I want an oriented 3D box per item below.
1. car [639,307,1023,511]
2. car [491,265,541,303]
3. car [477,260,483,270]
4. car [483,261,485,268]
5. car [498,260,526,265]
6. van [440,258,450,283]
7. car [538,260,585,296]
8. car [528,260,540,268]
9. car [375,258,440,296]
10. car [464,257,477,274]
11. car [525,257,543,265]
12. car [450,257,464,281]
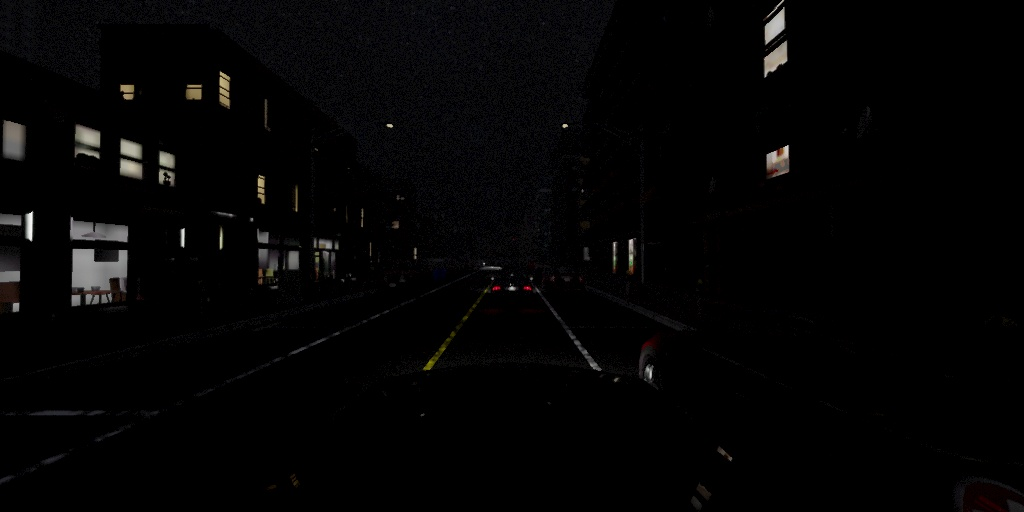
[{"bbox_3d":[2.692,1.188,3.340,1.967,1.591,4.097,0,0,0],"label":"car"},{"bbox_3d":[0.000,1.317,16.502,2.033,1.411,5.357,0,0,0],"label":"car"},{"bbox_3d":[-5.689,1.200,52.012,1.967,1.591,4.097,0,0,0],"label":"car"},{"bbox_3d":[-5.690,1.313,62.826,2.007,1.370,4.403,0,0,0],"label":"car"},{"bbox_3d":[0.000,1.274,31.505,1.837,1.490,4.892,0,0,0],"label":"car"},{"bbox_3d":[-5.689,1.096,24.976,1.690,1.789,3.998,0,0,0],"label":"van"},{"bbox_3d":[2.692,1.193,19.562,1.967,1.591,4.097,0,0,0],"label":"car"},{"bbox_3d":[2.692,1.307,30.376,2.007,1.370,4.403,0,0,0],"label":"car"},{"bbox_3d":[-5.689,1.068,19.569,2.192,1.841,5.009,0,0,0],"label":"car"},{"bbox_3d":[-5.689,1.073,41.198,2.192,1.841,5.009,0,0,0],"label":"car"},{"bbox_3d":[2.691,1.073,41.190,2.192,1.841,5.009,0,0,0],"label":"car"},{"bbox_3d":[-5.689,1.071,30.383,2.192,1.841,5.009,0,0,0],"label":"car"}]
